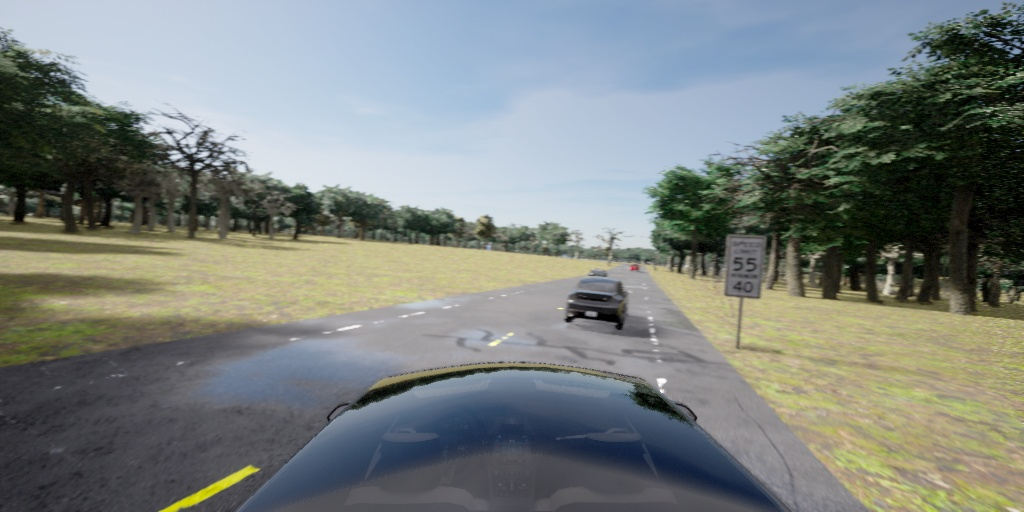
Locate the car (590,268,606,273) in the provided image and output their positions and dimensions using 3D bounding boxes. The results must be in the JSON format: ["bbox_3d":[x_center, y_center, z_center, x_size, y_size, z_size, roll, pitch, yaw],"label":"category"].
[{"bbox_3d":[10.611,2.222,44.050,1.994,1.385,4.181,4,0,20],"label":"car"}]

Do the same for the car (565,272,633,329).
[{"bbox_3d":[3.162,1.530,12.842,1.837,1.490,4.892,4,0,20],"label":"car"}]
